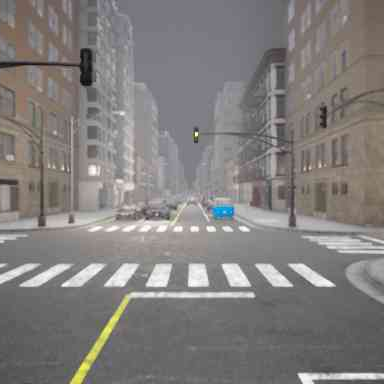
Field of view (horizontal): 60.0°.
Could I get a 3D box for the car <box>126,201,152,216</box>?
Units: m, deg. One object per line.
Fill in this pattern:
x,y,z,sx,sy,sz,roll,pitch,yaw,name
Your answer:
-5.388,1.632,34.398,1.887,1.381,4.507,0,0,0,car

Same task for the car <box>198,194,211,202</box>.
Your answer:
2.638,1.452,57.132,2.192,1.841,5.009,0,0,0,car

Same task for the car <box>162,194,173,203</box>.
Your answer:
-5.387,1.483,74.172,2.192,1.841,5.009,0,0,0,car

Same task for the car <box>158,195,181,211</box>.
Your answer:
-2.834,1.585,42.543,1.882,1.535,5.008,0,0,0,car

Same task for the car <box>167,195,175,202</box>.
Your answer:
-5.386,1.629,85.535,1.967,1.590,4.097,0,0,0,car

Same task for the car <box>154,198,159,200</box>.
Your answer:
-5.387,1.652,51.274,1.752,1.417,4.829,0,0,0,car

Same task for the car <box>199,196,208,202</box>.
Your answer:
2.639,1.730,79.856,2.008,1.369,4.403,0,0,0,car

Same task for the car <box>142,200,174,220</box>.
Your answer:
-2.838,1.637,28.655,1.994,1.385,4.181,0,0,0,car

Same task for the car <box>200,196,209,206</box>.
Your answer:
2.638,1.709,51.450,1.802,1.307,4.206,0,0,0,car

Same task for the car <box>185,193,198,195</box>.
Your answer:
0.001,1.612,68.857,1.882,1.535,5.008,0,0,0,car

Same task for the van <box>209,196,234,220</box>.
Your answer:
2.637,1.414,28.726,1.690,1.788,3.998,0,0,0,van

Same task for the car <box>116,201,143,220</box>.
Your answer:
-5.388,1.624,28.717,2.008,1.369,4.403,0,0,0,car

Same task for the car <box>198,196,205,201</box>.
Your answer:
2.639,1.765,91.219,1.947,1.339,4.313,0,0,0,car

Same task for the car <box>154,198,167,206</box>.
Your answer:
-5.387,1.703,57.126,1.947,1.339,4.313,0,0,0,car

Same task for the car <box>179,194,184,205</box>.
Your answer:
-2.755,1.657,62.395,1.837,1.490,4.892,0,-1,0,car

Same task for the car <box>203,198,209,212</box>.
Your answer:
2.638,1.683,40.087,1.802,1.307,4.206,0,0,0,car

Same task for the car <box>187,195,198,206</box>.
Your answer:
0.000,1.687,58.438,2.033,1.411,5.357,0,0,0,car

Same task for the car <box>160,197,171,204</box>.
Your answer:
-5.387,1.724,68.489,1.947,1.339,4.313,0,0,0,car
